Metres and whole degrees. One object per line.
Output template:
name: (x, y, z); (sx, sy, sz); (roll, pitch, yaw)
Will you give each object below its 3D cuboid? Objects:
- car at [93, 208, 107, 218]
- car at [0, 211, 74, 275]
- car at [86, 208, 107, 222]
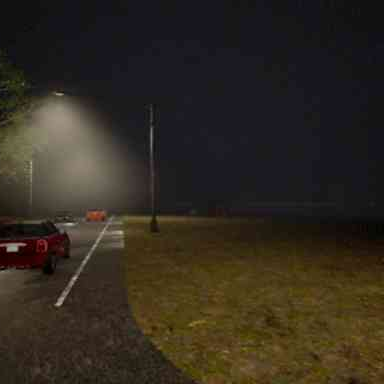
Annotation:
car: (-14.321, 3.289, 52.050); (1.812, 1.442, 4.674); (0, -2, -12)
car: (-5.729, 1.765, 11.880); (2.097, 1.767, 4.553); (0, -2, -12)
car: (-12.227, 2.792, 42.529); (2.097, 1.767, 4.553); (0, -2, -12)
